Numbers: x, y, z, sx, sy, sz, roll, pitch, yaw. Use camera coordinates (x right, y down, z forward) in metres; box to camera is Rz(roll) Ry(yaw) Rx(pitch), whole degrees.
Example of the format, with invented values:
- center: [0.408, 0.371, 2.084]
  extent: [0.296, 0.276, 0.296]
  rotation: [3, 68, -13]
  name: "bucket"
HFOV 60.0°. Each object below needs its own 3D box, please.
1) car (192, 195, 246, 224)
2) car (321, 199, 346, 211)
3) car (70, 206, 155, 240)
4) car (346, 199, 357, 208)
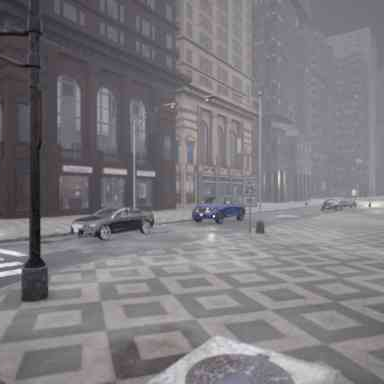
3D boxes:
- center: [2.253, 1.290, 26.135]
  extent: [2.150, 2.045, 5.566]
  rotation: [0, 0, 35]
  name: "car"
- center: [17.881, 1.651, 42.482]
  extent: [1.812, 1.442, 4.674]
  rotation: [0, 0, 36]
  name: "car"
- center: [-3.995, 1.527, 17.409]
  extent: [2.128, 1.511, 4.902]
  rotation: [0, 0, 34]
  name: "car"
- center: [23.781, 1.698, 50.728]
  extent: [2.033, 1.411, 5.357]
  rotation: [0, 0, 36]
  name: "car"
